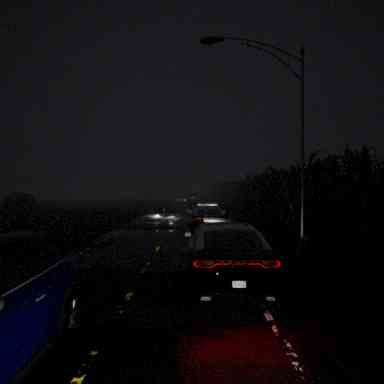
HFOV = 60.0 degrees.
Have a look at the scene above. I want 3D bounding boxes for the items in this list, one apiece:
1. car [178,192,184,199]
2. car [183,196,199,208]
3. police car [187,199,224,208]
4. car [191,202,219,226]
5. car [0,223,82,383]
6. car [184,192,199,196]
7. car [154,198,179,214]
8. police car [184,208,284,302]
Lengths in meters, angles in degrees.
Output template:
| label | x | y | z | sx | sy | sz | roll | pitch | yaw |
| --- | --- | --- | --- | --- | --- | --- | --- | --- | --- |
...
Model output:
| label | x | y | z | sx | sy | sz | roll | pitch | yaw |
| --- | --- | --- | --- | --- | --- | --- | --- | --- | --- |
| car | -2.629 | 1.010 | 90.688 | 2.150 | 2.045 | 5.566 | 0 | 0 | 0 |
| car | 0.106 | 1.546 | 46.078 | 1.895 | 1.301 | 4.718 | 0 | 0 | 1 |
| police car | 0.849 | 1.414 | 18.444 | 1.930 | 1.638 | 5.238 | 0 | 0 | 0 |
| car | 0.856 | 1.507 | 24.334 | 1.812 | 1.442 | 4.674 | 0 | 0 | 0 |
| car | -2.846 | 1.352 | 3.529 | 2.097 | 1.767 | 4.553 | 0 | 0 | 0 |
| car | 0.079 | 1.130 | 60.042 | 2.150 | 2.045 | 5.566 | 0 | 0 | 0 |
| car | -2.705 | 1.531 | 34.184 | 1.994 | 1.385 | 4.181 | 0 | 0 | 0 |
| police car | 0.835 | 1.423 | 8.444 | 1.930 | 1.638 | 5.238 | 0 | 0 | 0 |
